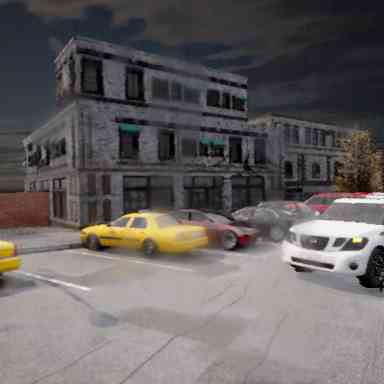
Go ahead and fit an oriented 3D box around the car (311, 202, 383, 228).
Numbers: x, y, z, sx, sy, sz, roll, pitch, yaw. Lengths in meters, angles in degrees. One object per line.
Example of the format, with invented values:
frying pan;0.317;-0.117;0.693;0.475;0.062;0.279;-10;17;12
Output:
car;10.129;1.377;20.804;4.674;1.452;2.002;-1;-1;35

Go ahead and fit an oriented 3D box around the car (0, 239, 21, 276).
car;-6.746;1.487;8.996;5.366;1.575;1.946;-1;0;34

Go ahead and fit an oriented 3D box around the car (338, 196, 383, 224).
car;12.539;1.193;22.484;4.553;1.767;2.185;-1;0;35

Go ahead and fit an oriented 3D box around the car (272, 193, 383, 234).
car;7.710;1.104;19.114;5.566;2.045;2.435;-1;0;35

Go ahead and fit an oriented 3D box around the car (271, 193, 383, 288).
car;5.008;1.148;9.399;5.566;2.045;2.150;0;0;-36

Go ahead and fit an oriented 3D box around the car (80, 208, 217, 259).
car;-1.972;1.440;12.396;5.366;1.575;1.946;-1;0;35

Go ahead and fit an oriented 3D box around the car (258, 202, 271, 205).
car;2.965;1.396;15.689;4.892;1.521;2.231;-1;0;35

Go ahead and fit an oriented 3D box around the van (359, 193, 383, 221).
van;14.805;1.080;24.269;4.442;1.987;1.878;-1;0;35

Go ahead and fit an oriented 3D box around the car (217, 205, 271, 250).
car;0.596;1.446;13.971;4.792;1.488;2.163;-1;-1;35

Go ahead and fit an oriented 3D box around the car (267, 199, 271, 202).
car;5.327;1.248;17.424;4.553;1.767;2.185;-1;-1;35
